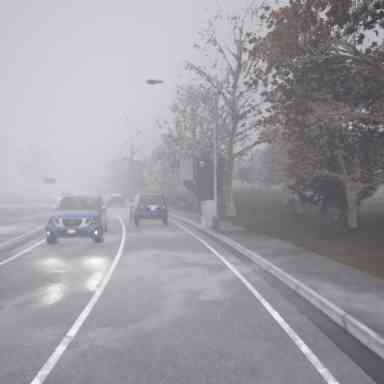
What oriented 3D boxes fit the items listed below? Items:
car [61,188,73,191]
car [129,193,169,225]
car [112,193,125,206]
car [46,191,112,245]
[{"bbox_3d":[-20.792,0.049,55.203,1.994,1.385,4.181,1,2,-27],"label":"car"},{"bbox_3d":[-3.046,1.071,22.966,2.150,2.045,5.566,1,1,-14],"label":"car"},{"bbox_3d":[-9.508,0.800,40.687,1.882,1.535,5.008,1,2,-24],"label":"car"},{"bbox_3d":[-5.208,1.146,15.745,2.150,2.045,5.566,0,1,-10],"label":"car"}]
